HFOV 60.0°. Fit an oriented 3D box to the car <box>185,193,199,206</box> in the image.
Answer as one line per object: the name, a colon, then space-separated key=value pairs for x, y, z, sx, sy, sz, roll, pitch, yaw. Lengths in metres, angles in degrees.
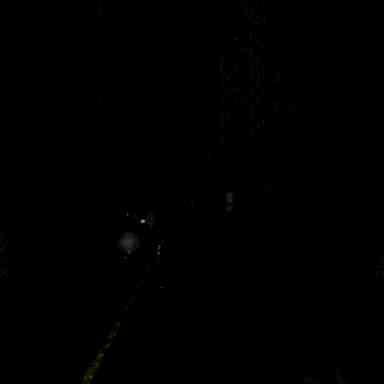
car: x=-0.018 y=1.131 z=54.430 sx=2.150 sy=2.045 sz=5.566 roll=0 pitch=0 yaw=0

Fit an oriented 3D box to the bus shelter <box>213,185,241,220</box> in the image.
bus shelter: x=2.868 y=0.832 z=28.071 sx=1.920 sy=2.740 sz=3.880 roll=0 pitch=0 yaw=0

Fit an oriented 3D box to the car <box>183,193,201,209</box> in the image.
car: x=0.042 y=1.148 z=43.767 sx=2.150 sy=2.045 sz=5.566 roll=0 pitch=0 yaw=1

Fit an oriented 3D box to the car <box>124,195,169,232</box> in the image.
car: x=-2.608 y=1.190 z=20.410 sx=2.150 sy=2.045 sz=5.566 roll=0 pitch=0 yaw=0
